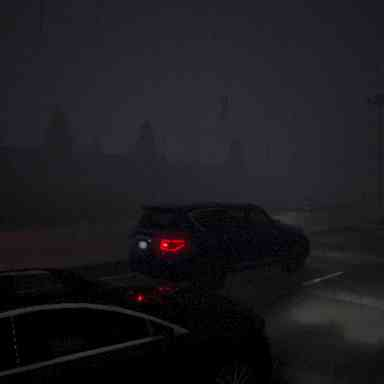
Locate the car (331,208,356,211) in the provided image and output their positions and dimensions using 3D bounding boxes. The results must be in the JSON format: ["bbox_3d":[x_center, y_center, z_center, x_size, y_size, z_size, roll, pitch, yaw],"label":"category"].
[{"bbox_3d":[15.530,1.908,34.298,1.994,1.385,4.181,0,0,42],"label":"car"}]

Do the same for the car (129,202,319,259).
[{"bbox_3d":[0.962,1.289,9.165,5.566,2.045,2.150,0,0,-40],"label":"car"}]

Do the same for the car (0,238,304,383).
[{"bbox_3d":[-1.338,1.498,2.985,4.902,1.511,2.128,1,0,-36],"label":"car"}]
